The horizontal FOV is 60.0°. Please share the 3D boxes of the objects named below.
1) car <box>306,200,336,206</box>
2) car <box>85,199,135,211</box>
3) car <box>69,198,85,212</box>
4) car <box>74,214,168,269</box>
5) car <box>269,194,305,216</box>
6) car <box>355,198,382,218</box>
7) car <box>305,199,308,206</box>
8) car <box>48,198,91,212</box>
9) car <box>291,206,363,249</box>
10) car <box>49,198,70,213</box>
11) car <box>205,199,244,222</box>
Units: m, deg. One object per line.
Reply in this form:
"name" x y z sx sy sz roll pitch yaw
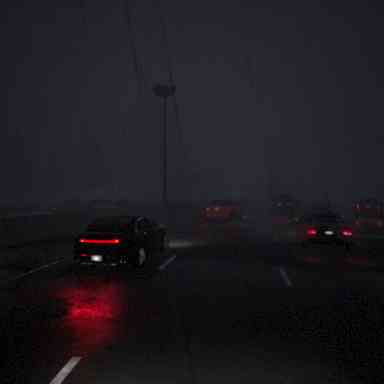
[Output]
"car" 11.545 1.526 29.249 1.812 1.442 4.674 0 0 27
"car" -7.251 1.477 30.960 1.882 1.535 5.008 0 0 23
"car" -9.770 1.504 33.938 1.837 1.490 4.892 0 0 25
"car" -2.145 1.505 11.245 1.837 1.490 4.892 0 0 9
"car" 9.082 1.224 32.143 2.150 2.045 5.566 0 0 27
"car" 16.213 1.353 30.599 2.097 1.767 4.553 0 0 28
"car" 13.662 1.564 40.621 1.994 1.385 4.181 0 0 28
"car" -14.613 1.477 40.025 1.882 1.535 5.008 0 0 26
"car" 5.658 1.547 14.626 2.033 1.411 5.357 0 0 14
"car" -13.002 1.564 35.251 1.994 1.385 4.181 0 0 24
"car" 2.733 1.352 27.012 2.097 1.767 4.553 0 0 24
